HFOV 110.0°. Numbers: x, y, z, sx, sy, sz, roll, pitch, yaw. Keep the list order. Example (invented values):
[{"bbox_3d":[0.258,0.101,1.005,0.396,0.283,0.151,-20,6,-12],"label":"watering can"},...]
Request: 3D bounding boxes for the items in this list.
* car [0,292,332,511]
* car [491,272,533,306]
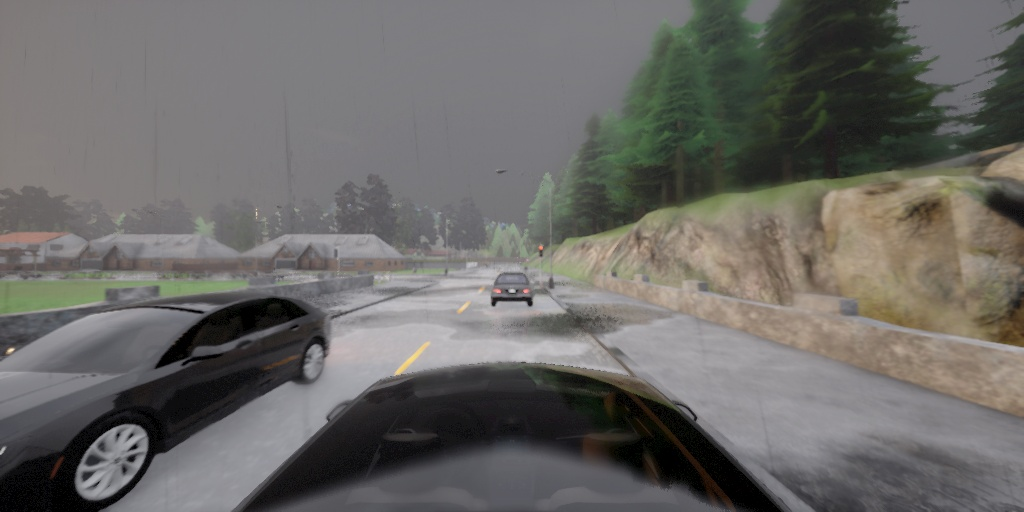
[{"bbox_3d":[-4.080,1.279,4.374,1.837,1.490,4.892,0,0,1],"label":"car"},{"bbox_3d":[0.003,1.449,16.646,2.033,1.411,5.357,0,-1,0],"label":"car"}]
